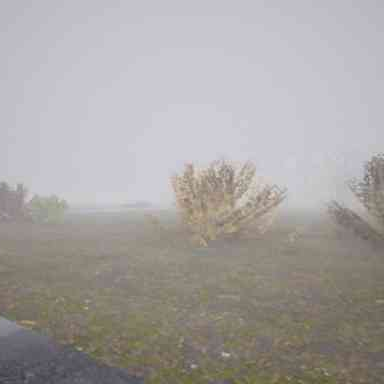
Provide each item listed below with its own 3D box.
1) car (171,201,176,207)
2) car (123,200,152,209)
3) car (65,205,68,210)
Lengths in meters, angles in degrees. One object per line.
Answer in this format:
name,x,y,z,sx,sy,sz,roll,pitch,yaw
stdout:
car,-1.771,2.046,60.984,1.882,1.535,5.008,-1,-1,36
car,-9.225,2.095,56.776,2.033,1.411,5.357,-1,-1,36
car,-18.551,1.937,43.852,1.994,1.385,4.181,-1,-1,36
